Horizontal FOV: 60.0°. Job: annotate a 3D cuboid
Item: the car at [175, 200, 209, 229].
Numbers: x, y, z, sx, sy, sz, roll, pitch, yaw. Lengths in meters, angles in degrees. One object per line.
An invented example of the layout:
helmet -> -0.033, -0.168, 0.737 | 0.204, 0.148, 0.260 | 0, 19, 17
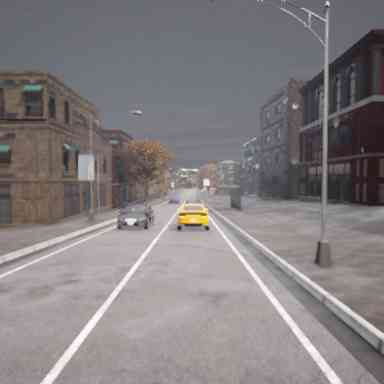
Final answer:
car -> 0.061, 1.491, 21.651 | 1.882, 1.535, 5.008 | 0, 0, 0

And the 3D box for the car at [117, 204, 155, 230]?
car -> -3.446, 1.505, 21.152 | 2.128, 1.511, 4.902 | 0, 0, 0

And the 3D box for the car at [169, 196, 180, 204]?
car -> -3.195, 1.461, 61.775 | 1.882, 1.535, 5.008 | 0, 1, 1
